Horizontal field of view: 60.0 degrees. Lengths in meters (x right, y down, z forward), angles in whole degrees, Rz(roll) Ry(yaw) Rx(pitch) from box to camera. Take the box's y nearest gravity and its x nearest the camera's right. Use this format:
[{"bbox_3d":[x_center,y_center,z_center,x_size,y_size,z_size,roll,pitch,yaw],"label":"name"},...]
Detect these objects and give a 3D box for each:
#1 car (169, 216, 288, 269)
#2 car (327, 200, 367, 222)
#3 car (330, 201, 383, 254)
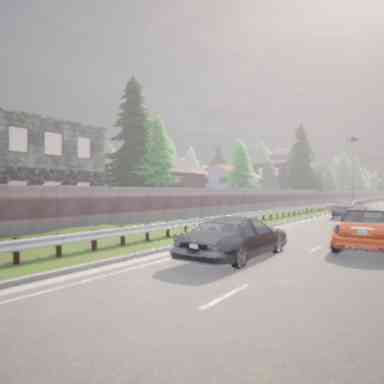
[{"bbox_3d":[1.490,1.539,11.226,2.033,1.411,5.357,0,0,35],"label":"car"},{"bbox_3d":[12.896,1.468,27.506,2.128,1.511,4.902,0,0,35],"label":"car"},{"bbox_3d":[6.864,1.342,12.773,2.097,1.767,4.553,0,0,35],"label":"car"}]
